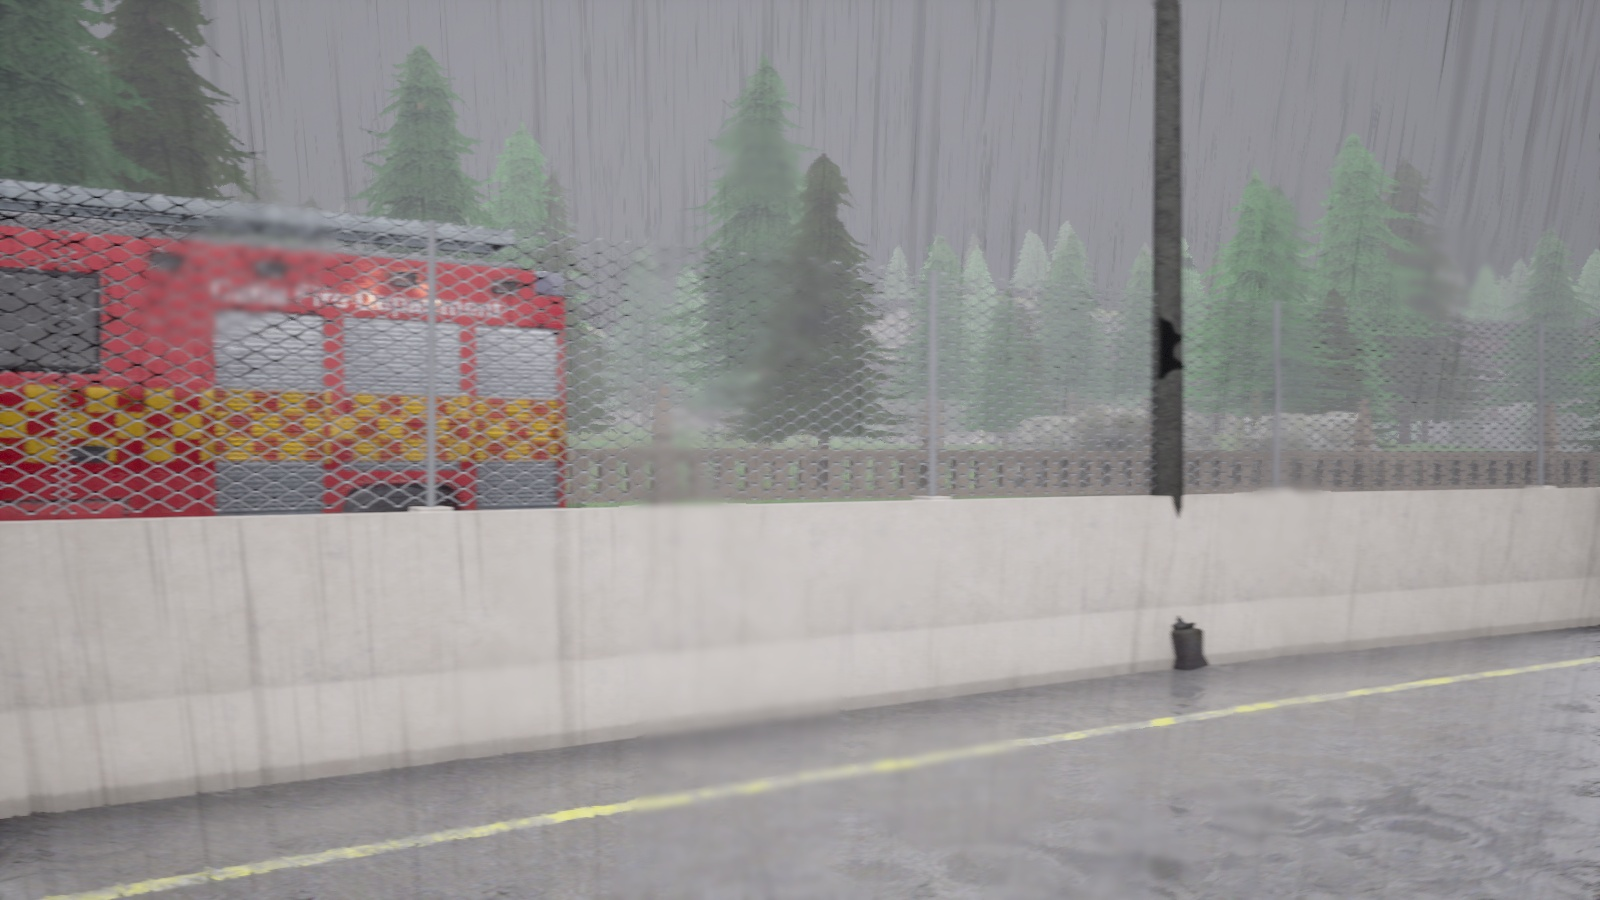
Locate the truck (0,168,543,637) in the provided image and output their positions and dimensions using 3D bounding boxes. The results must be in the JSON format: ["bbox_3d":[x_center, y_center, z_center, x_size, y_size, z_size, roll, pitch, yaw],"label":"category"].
[{"bbox_3d":[-6.953,-0.384,11.686,8.468,3.827,2.891,0,0,-33],"label":"truck"}]
